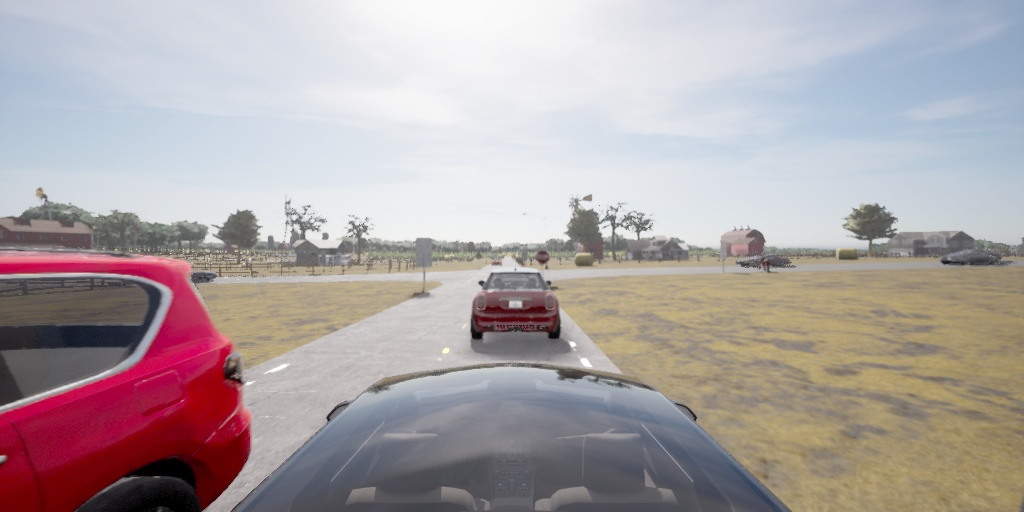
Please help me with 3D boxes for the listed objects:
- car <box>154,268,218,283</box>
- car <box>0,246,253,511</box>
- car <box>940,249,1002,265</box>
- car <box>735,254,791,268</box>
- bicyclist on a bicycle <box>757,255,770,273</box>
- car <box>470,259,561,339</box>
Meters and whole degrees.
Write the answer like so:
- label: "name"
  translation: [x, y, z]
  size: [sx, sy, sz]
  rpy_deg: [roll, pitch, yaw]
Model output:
- label: "car"
  translation: [-32.893, 1.969, 36.312]
  size: [4.718, 1.301, 1.895]
  rpy_deg: [-1, 1, 0]
- label: "car"
  translation: [-2.846, 0.974, 0.124]
  size: [2.150, 2.045, 5.566]
  rpy_deg: [0, 0, 0]
- label: "car"
  translation: [46.617, 0.216, 36.535]
  size: [4.181, 1.385, 1.994]
  rpy_deg: [-1, 1, 0]
- label: "car"
  translation: [28.055, 0.538, 40.143]
  size: [5.357, 1.411, 2.033]
  rpy_deg: [-1, 1, 0]
- label: "bicyclist on a bicycle"
  translation: [22.821, 0.710, 32.537]
  size: [0.582, 1.620, 1.656]
  rpy_deg: [-1, 0, 0]
- label: "car"
  translation: [0.083, 1.089, 10.149]
  size: [2.097, 1.767, 4.553]
  rpy_deg: [0, 0, 0]
